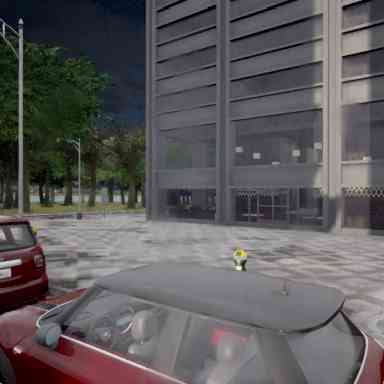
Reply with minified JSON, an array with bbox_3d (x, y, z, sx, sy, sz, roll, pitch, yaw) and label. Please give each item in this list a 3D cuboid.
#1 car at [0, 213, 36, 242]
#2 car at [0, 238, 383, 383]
[{"bbox_3d":[-4.800,1.315,6.382,5.009,1.841,2.192,0,0,35],"label":"car"},{"bbox_3d":[-0.371,1.440,3.227,4.097,1.590,1.967,0,0,35],"label":"car"}]
